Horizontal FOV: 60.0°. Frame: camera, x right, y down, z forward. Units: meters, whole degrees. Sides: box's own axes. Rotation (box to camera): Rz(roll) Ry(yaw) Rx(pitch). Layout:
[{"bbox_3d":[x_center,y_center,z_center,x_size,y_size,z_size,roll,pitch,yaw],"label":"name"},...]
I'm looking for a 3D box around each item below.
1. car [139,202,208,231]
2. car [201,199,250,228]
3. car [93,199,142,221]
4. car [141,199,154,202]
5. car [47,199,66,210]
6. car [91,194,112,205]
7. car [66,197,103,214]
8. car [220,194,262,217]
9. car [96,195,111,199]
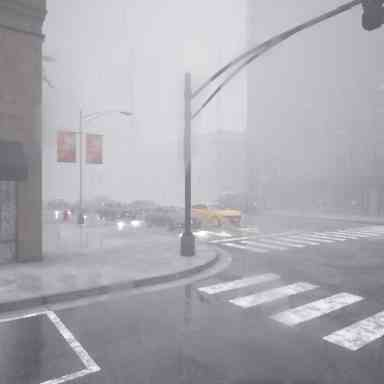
[{"bbox_3d":[-1.232,1.542,20.419,1.994,1.385,4.181,0,0,-36],"label":"car"},{"bbox_3d":[1.276,1.451,22.499,1.882,1.535,5.008,0,0,-35],"label":"car"},{"bbox_3d":[-6.153,1.529,27.236,1.994,1.385,4.181,0,0,-37],"label":"car"},{"bbox_3d":[-4.273,1.464,30.198,1.837,1.490,4.892,0,0,-36],"label":"car"},{"bbox_3d":[-17.064,1.538,42.452,1.895,1.301,4.718,0,0,-35],"label":"car"},{"bbox_3d":[-15.699,1.258,57.507,2.097,1.767,4.553,0,0,-36],"label":"car"},{"bbox_3d":[-11.079,1.478,34.102,1.812,1.442,4.674,0,0,-36],"label":"car"},{"bbox_3d":[3.833,1.180,30.407,2.150,2.045,5.566,0,0,-36],"label":"car"},{"bbox_3d":[-10.260,1.296,38.523,2.097,1.767,4.553,0,0,-36],"label":"car"}]
